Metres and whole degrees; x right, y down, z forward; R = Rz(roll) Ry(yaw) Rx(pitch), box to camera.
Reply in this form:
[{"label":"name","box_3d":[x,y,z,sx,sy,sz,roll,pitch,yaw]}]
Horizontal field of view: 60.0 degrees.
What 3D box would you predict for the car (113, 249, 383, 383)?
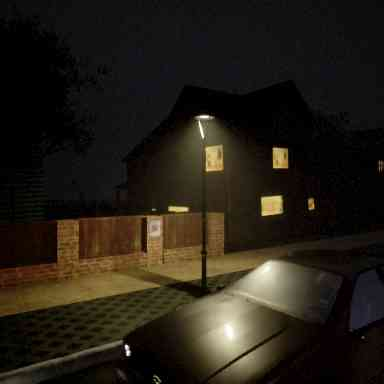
[{"label":"car","box_3d":[1.780,1.547,4.402,5.357,1.411,2.033,0,0,-36]}]
